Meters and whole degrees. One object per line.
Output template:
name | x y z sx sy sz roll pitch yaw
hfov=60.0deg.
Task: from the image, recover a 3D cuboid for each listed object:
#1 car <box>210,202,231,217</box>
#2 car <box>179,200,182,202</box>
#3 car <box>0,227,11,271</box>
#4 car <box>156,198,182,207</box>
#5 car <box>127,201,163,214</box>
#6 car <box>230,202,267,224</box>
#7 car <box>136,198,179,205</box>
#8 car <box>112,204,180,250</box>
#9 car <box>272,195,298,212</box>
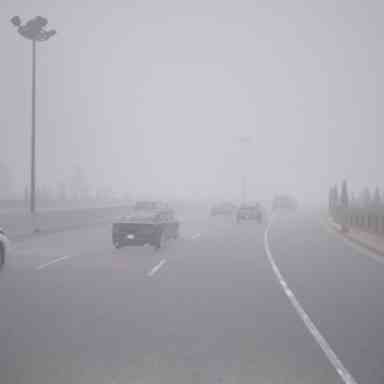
car | 3.332 1.654 32.469 2.033 1.411 5.357 0 0 23
car | -3.391 1.695 50.640 1.882 1.535 5.008 0 -1 28
car | -6.430 1.216 7.158 2.150 2.045 5.566 0 0 5
car | -3.778 1.769 56.592 1.837 1.490 4.892 0 0 33
car | -5.435 1.738 38.972 1.895 1.301 4.718 0 0 25
car | 4.730 1.569 26.050 2.128 1.511 4.902 0 0 18
car | -2.898 1.416 25.119 2.097 1.767 4.553 0 0 16
car | -1.846 1.503 14.693 1.882 1.535 5.008 0 0 10
car | 11.436 1.381 40.970 2.150 2.045 5.566 0 -1 29
